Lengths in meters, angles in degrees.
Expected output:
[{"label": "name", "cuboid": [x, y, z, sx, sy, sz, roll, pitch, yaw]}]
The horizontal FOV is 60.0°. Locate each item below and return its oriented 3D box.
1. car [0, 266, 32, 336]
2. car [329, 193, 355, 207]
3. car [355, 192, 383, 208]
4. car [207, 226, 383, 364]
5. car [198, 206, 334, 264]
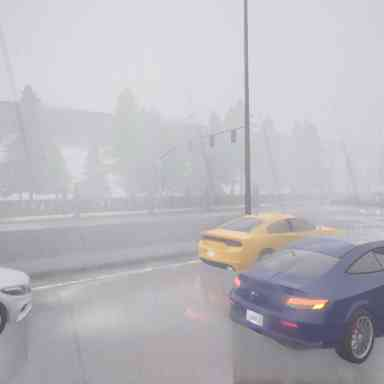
[{"label": "car", "cuboid": [-4.812, 1.522, 4.621, 4.674, 1.442, 1.812, 0, 0, -36]}, {"label": "car", "cuboid": [17.745, 0.881, 38.136, 5.008, 1.535, 1.882, -1, 0, -35]}, {"label": "car", "cuboid": [19.767, 0.754, 35.277, 4.553, 1.767, 2.097, -1, 1, -35]}, {"label": "car", "cuboid": [2.707, 1.458, 5.720, 4.674, 1.442, 1.812, -1, 1, -35]}, {"label": "car", "cuboid": [2.516, 1.373, 9.869, 5.008, 1.535, 1.882, -1, 1, -35]}]
